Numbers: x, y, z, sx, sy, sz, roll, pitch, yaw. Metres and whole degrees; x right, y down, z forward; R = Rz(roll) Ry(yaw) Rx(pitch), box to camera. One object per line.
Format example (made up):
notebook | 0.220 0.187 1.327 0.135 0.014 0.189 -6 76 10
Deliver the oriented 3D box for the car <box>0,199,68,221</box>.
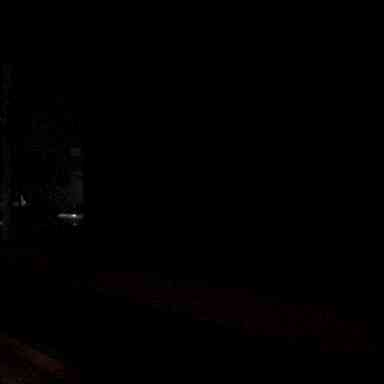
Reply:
car | -13.128 1.526 27.613 1.812 1.442 4.674 0 0 34

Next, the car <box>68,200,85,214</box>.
car | -11.613 1.526 36.329 1.812 1.442 4.674 0 0 31

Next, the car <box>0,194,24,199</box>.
car | -16.963 1.221 28.169 2.150 2.045 5.566 0 0 35
